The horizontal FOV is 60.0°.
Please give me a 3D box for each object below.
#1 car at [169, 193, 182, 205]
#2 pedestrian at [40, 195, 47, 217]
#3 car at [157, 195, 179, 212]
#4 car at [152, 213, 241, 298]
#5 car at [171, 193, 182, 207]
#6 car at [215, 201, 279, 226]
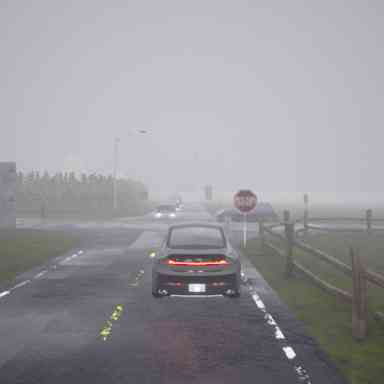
[{"bbox_3d":[-2.931,1.233,60.321,2.150,2.045,5.566,0,0,1],"label":"car"},{"bbox_3d":[-12.218,1.141,27.267,0.375,1.860,0.375,0,-2,0],"label":"pedestrian"},{"bbox_3d":[-2.917,1.484,38.769,1.882,1.535,5.008,0,0,0],"label":"car"},{"bbox_3d":[0.087,1.506,8.505,1.837,1.490,4.892,0,0,0],"label":"car"},{"bbox_3d":[-2.928,1.361,49.054,2.097,1.767,4.553,0,0,0],"label":"car"},{"bbox_3d":[3.898,1.464,24.318,4.553,1.767,2.097,1,-1,0],"label":"car"}]
